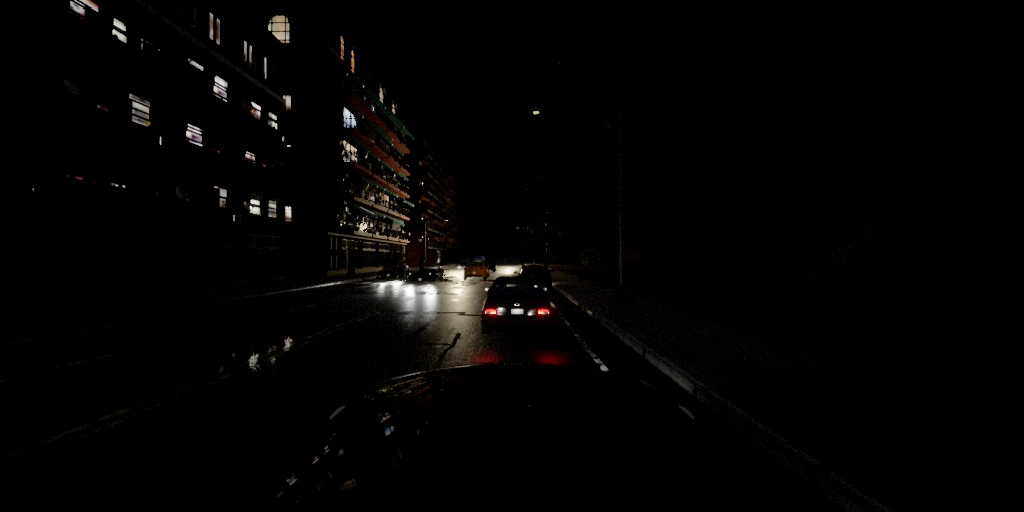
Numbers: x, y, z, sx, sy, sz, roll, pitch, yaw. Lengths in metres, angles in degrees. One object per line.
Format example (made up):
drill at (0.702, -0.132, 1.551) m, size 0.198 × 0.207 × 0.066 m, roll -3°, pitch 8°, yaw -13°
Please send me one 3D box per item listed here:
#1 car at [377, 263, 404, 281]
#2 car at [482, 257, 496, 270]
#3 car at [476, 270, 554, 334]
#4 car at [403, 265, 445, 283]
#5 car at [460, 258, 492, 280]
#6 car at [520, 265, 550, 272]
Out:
car at (-9.788, 1.316, 30.374) m, size 1.994 × 1.385 × 4.181 m, roll 0°, pitch 0°, yaw 0°
car at (-3.053, 1.229, 45.646) m, size 1.882 × 1.535 × 5.008 m, roll 0°, pitch 0°, yaw 0°
car at (0.120, 1.299, 10.584) m, size 2.033 × 1.411 × 5.357 m, roll 0°, pitch 0°, yaw 0°
car at (-6.544, 1.353, 27.700) m, size 1.895 × 1.301 × 4.718 m, roll 0°, pitch 0°, yaw 0°
car at (-3.084, 1.230, 31.775) m, size 1.882 × 1.535 × 5.008 m, roll 0°, pitch 0°, yaw 0°
car at (1.177, 1.257, 20.272) m, size 1.837 × 1.490 × 4.892 m, roll 0°, pitch 0°, yaw 0°
